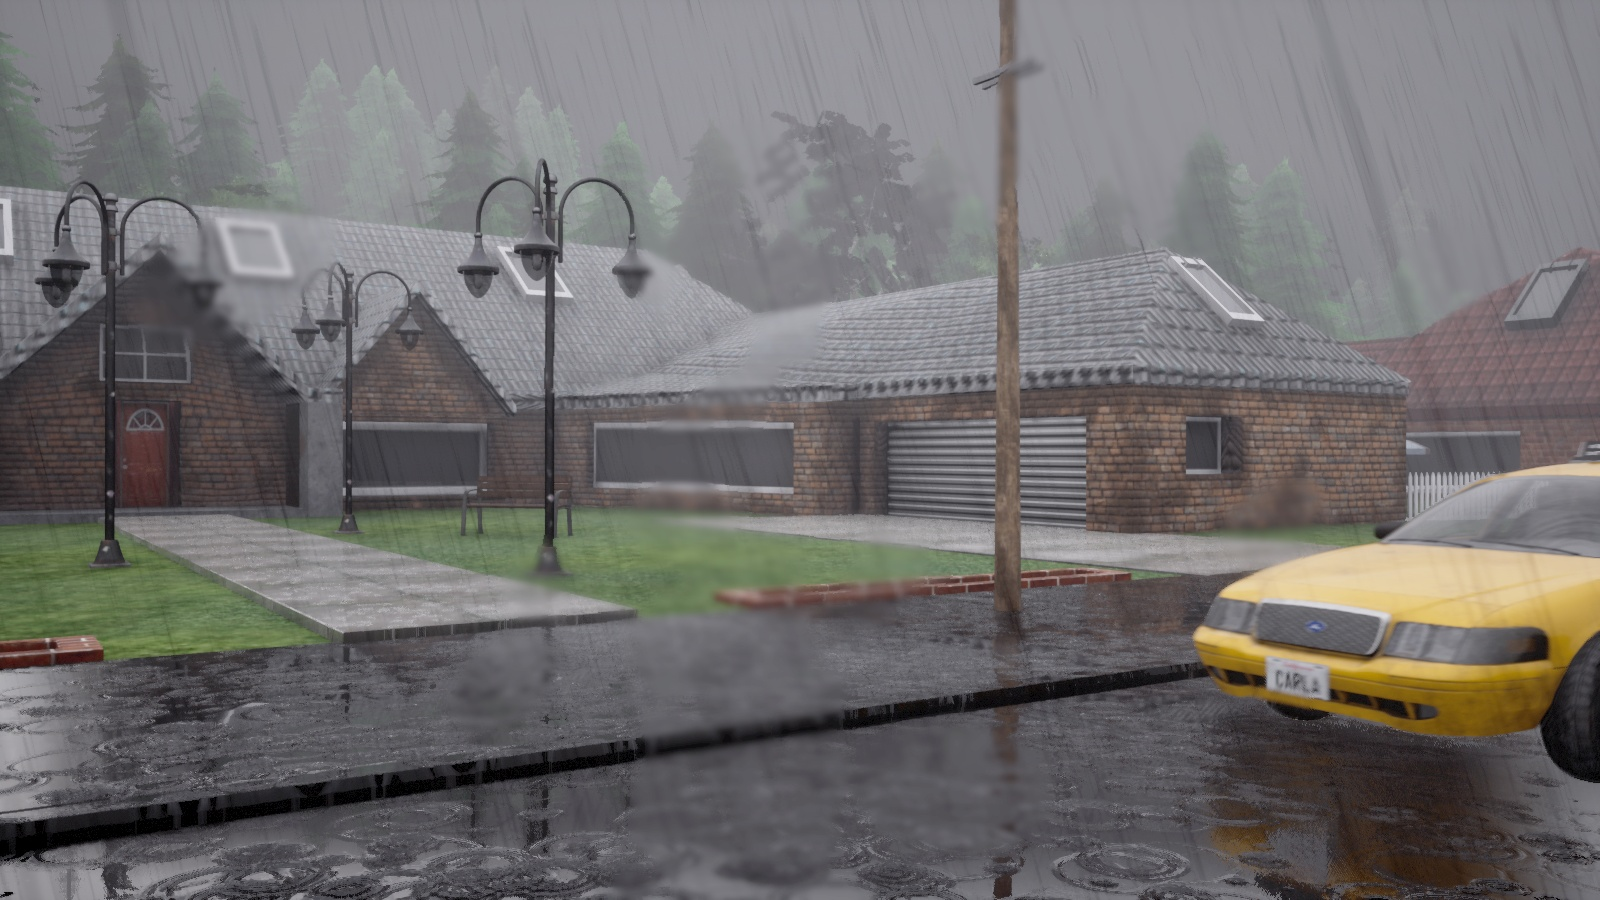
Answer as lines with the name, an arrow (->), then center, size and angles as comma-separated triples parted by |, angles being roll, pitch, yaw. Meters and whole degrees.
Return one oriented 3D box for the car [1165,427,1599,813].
car -> 4.698, 0.691, 7.287 | 5.366, 1.575, 1.801 | 0, 0, -31
